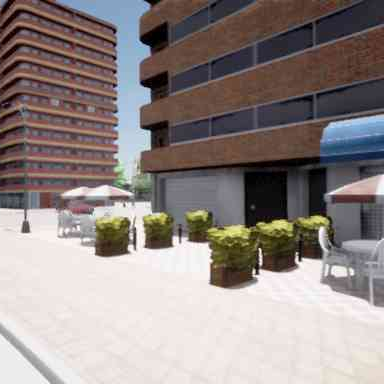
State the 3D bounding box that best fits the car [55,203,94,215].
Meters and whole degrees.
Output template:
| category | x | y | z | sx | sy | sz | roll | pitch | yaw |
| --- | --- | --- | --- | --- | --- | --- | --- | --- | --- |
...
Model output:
| category | x | y | z | sx | sy | sz | roll | pitch | yaw |
| --- | --- | --- | --- | --- | --- | --- | --- | --- | --- |
| car | -13.367 | 1.919 | 37.885 | 4.181 | 1.385 | 1.994 | 0 | 0 | -44 |
